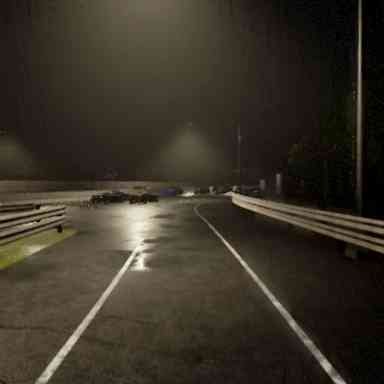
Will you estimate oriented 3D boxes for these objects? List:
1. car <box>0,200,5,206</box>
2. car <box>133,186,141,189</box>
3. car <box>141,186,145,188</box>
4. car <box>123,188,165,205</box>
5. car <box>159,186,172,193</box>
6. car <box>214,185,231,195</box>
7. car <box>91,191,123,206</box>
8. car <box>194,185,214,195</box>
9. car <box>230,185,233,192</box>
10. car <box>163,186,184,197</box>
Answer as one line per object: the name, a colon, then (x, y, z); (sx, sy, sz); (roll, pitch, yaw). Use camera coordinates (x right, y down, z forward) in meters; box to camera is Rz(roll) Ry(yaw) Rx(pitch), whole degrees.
car: (-15.267, 0.863, 21.913); (2.150, 2.045, 5.566); (0, 1, 20)
car: (-12.917, -0.458, 79.420); (2.150, 2.045, 5.566); (0, 1, 20)
car: (-9.611, -0.184, 78.270); (1.837, 1.490, 4.892); (0, 1, 20)
car: (-5.477, 0.677, 38.513); (2.128, 1.511, 4.902); (0, 1, 20)
car: (-7.522, -0.709, 94.366); (2.097, 1.767, 4.553); (0, 1, 20)
car: (6.498, -0.131, 71.357); (1.812, 1.442, 4.674); (0, 1, 20)
car: (-9.450, 0.725, 37.837); (2.128, 1.511, 4.902); (0, 1, 20)
car: (2.209, -0.364, 69.788); (2.150, 2.045, 5.566); (0, 1, 20)
car: (9.685, -0.887, 90.493); (2.150, 2.045, 5.566); (0, 1, 20)
car: (-3.472, -0.197, 64.415); (2.150, 2.045, 5.566); (0, 1, 20)
